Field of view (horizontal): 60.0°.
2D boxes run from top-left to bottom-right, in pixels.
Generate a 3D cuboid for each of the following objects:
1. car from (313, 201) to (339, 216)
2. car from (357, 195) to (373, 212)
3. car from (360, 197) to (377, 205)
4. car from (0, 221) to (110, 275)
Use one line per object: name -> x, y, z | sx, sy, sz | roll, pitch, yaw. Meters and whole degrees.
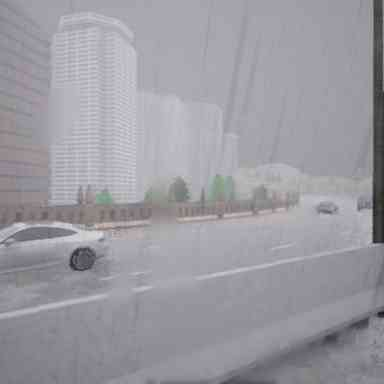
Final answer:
car -> 14.143, 1.686, 34.811 | 2.033, 1.411, 5.357 | 0, 0, 32
car -> 21.764, 1.380, 41.240 | 2.150, 2.045, 5.566 | 0, 0, 26
car -> 33.205, 1.698, 62.574 | 1.812, 1.442, 4.674 | 0, 0, 15
car -> -4.674, 1.572, 9.407 | 4.674, 1.442, 1.812 | 0, 0, -38
